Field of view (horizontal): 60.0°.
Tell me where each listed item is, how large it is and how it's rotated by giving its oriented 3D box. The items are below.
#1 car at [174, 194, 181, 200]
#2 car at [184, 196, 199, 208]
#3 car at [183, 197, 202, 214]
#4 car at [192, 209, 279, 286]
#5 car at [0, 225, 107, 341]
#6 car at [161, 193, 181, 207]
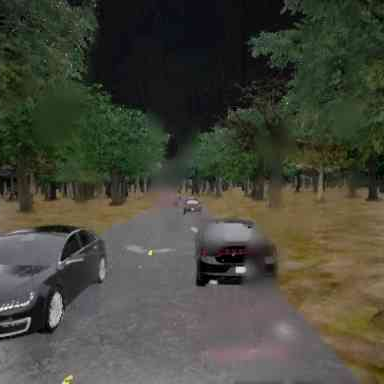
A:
[{"bbox_3d":[-3.554,1.225,81.605,1.837,1.490,4.892,0,0,-2],"label":"car"},{"bbox_3d":[-0.037,1.401,47.663,2.128,1.511,4.902,0,0,0],"label":"car"},{"bbox_3d":[0.049,1.489,34.658,1.812,1.442,4.674,0,0,0],"label":"car"},{"bbox_3d":[1.033,1.484,9.449,1.882,1.535,5.008,0,0,0],"label":"car"},{"bbox_3d":[-3.112,1.510,6.860,1.837,1.490,4.892,0,0,0],"label":"car"},{"bbox_3d":[-3.182,1.127,48.315,2.150,2.045,5.566,0,0,0],"label":"car"}]
